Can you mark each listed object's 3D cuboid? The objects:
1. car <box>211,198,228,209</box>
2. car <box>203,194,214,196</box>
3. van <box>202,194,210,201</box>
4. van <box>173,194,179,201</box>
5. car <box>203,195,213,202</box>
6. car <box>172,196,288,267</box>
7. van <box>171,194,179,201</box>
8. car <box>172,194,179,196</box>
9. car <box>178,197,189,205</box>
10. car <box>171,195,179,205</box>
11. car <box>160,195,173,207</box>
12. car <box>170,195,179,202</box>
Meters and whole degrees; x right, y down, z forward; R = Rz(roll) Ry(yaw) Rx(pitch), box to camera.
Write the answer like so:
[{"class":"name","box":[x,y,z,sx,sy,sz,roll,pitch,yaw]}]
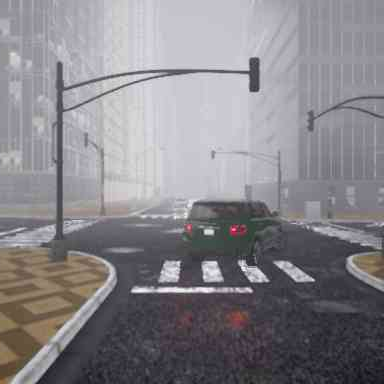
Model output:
[{"class":"car","box":[3.848,1.614,46.851,1.947,1.339,4.313,0,0,0]},{"class":"car","box":[3.666,1.365,68.959,2.192,1.841,5.009,0,0,0]},{"class":"van","box":[3.566,1.385,85.543,1.690,1.788,3.998,0,0,0]},{"class":"van","box":[-4.347,1.383,91.023,1.690,1.788,3.998,0,0,0]},{"class":"car","box":[3.633,1.488,74.488,1.967,1.590,4.097,0,0,0]},{"class":"car","box":[1.697,1.259,11.820,2.150,2.045,5.566,-1,-1,27]},{"class":"van","box":[-4.314,1.385,85.495,1.690,1.788,3.998,0,0,0]},{"class":"car","box":[-4.214,1.615,68.912,1.947,1.339,4.313,0,0,0]},{"class":"car","box":[-1.640,1.651,62.974,1.895,1.301,4.718,0,0,0]},{"class":"car","box":[-1.605,1.574,47.710,1.812,1.442,4.674,0,0,0]},{"class":"car","box":[-4.115,1.632,52.330,1.802,1.307,4.206,0,0,0]},{"class":"car","box":[-4.281,1.486,79.968,1.967,1.590,4.097,0,0,0]}]
